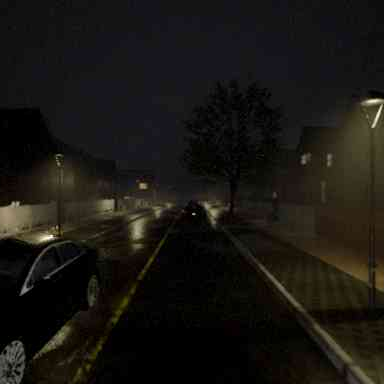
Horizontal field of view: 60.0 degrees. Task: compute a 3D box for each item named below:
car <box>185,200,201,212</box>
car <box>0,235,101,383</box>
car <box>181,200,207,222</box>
[{"bbox_3d":[0.172,1.748,43.006,1.994,1.385,4.181,0,0,0],"label":"car"},{"bbox_3d":[-2.807,1.495,5.002,2.128,1.511,4.902,0,0,1],"label":"car"},{"bbox_3d":[0.145,1.638,26.947,1.994,1.385,4.181,0,0,0],"label":"car"}]
